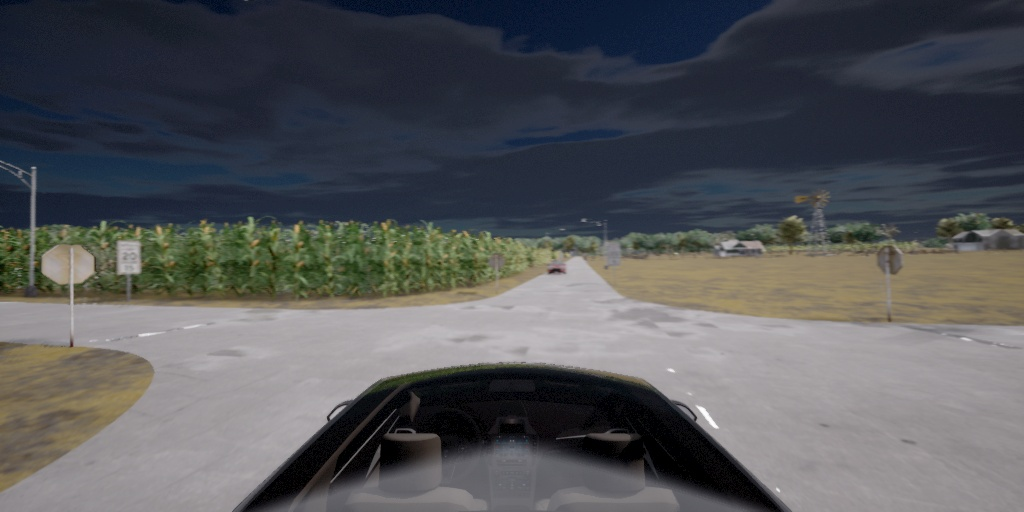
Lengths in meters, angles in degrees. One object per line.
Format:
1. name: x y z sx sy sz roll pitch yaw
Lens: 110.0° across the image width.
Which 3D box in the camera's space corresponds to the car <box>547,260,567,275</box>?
1. car: 5.414 1.297 42.841 2.097 1.767 4.553 -1 0 11
